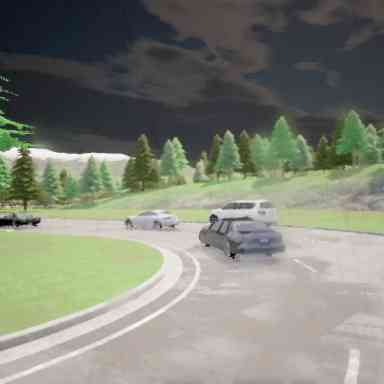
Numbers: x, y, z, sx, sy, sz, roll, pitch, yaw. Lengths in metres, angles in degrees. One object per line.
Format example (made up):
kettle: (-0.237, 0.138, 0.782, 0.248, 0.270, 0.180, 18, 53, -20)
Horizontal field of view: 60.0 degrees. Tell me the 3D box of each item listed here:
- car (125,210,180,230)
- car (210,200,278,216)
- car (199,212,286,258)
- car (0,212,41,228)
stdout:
car: (-3.061, 2.079, 25.443, 4.674, 1.442, 1.812, -2, -2, 35)
car: (3.661, 1.631, 24.467, 2.150, 2.045, 5.566, 1, -2, -41)
car: (1.834, 1.790, 13.930, 2.033, 1.411, 5.357, -1, -1, -15)
car: (-15.481, 2.462, 29.476, 4.718, 1.301, 1.895, -2, -1, 35)
